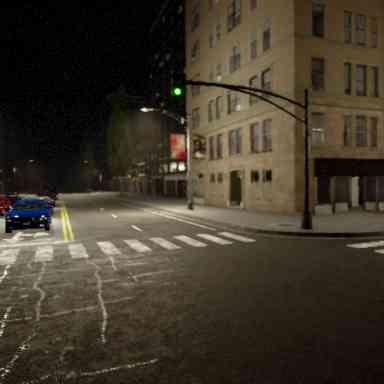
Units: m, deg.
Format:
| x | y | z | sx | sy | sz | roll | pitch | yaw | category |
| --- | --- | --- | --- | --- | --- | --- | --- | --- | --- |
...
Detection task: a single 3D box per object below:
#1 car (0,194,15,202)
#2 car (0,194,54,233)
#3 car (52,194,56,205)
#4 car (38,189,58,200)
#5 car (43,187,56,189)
| x | y | z | sx | sy | sz | roll | pitch | yaw | category |
| --- | --- | --- | --- | --- | --- | --- | --- | --- | --- |
| -15.237 | 1.011 | 25.655 | 1.882 | 1.535 | 5.008 | -1 | 2 | -22 | car |
| -8.441 | 1.128 | 17.433 | 1.882 | 1.535 | 5.008 | -1 | 2 | -22 | car |
| -11.915 | 1.075 | 26.104 | 1.895 | 1.301 | 4.718 | -1 | 2 | -22 | car |
| -15.825 | 0.751 | 35.867 | 1.882 | 1.535 | 5.008 | -1 | 2 | -22 | car |
| -21.326 | 0.203 | 49.800 | 2.150 | 2.045 | 5.566 | -1 | 2 | -22 | car |
